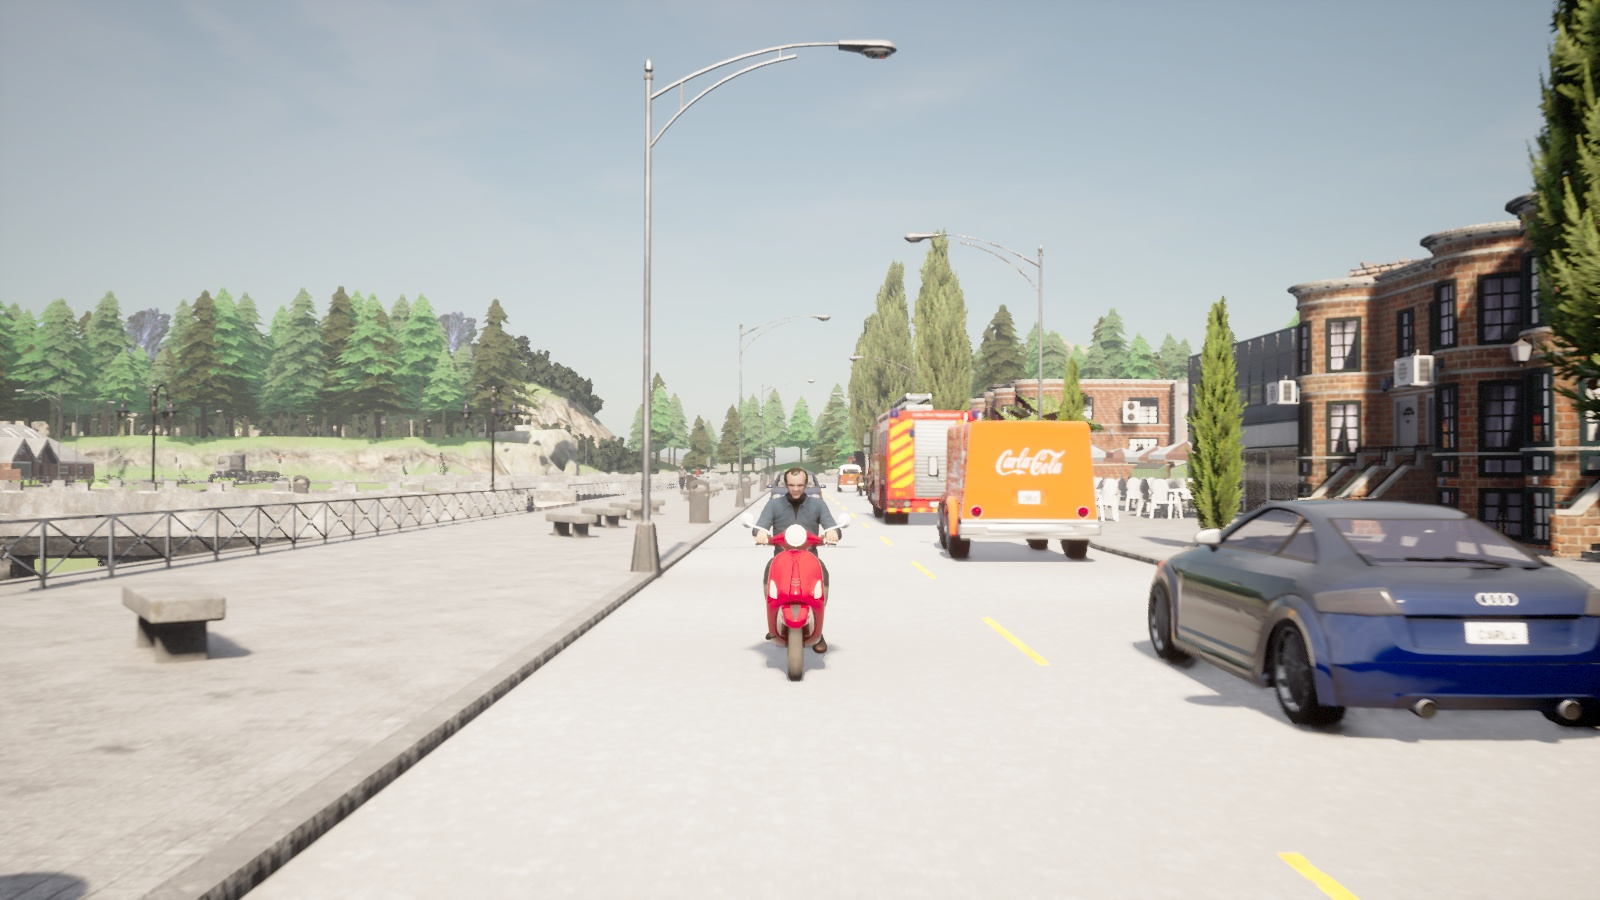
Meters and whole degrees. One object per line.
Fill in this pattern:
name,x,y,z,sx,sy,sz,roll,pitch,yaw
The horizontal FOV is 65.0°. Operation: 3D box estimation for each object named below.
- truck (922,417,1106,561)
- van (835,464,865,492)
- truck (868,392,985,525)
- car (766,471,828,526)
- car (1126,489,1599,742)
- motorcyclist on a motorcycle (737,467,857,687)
truck,3.934,0.717,24.191,2.627,2.467,5.204,0,-1,0
van,3.753,2.116,95.150,2.069,2.038,4.480,0,-1,0
truck,3.889,0.315,40.657,2.891,3.827,8.468,0,-1,0
car,-0.098,1.429,37.957,1.789,1.549,3.705,0,-1,0
car,3.975,1.019,9.329,1.994,1.385,4.181,0,-1,0
motorcyclist on a motorcycle,-0.026,0.936,10.026,0.866,1.590,1.817,0,-1,0
